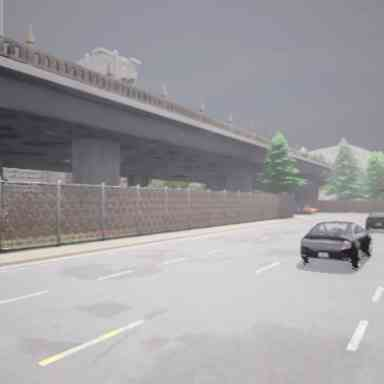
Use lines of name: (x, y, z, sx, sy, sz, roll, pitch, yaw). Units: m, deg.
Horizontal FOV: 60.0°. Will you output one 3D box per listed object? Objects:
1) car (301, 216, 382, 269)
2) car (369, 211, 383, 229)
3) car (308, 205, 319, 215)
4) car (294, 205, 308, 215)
car: (5.618, 1.864, 12.661, 2.128, 1.511, 4.902, -2, -2, 35)
car: (14.876, 2.210, 25.948, 1.882, 1.535, 5.008, -2, -2, 35)
car: (19.658, 3.054, 57.624, 2.097, 1.767, 4.553, 1, -2, -32)
car: (16.309, 2.910, 56.449, 2.150, 2.045, 5.566, 1, -3, -33)
